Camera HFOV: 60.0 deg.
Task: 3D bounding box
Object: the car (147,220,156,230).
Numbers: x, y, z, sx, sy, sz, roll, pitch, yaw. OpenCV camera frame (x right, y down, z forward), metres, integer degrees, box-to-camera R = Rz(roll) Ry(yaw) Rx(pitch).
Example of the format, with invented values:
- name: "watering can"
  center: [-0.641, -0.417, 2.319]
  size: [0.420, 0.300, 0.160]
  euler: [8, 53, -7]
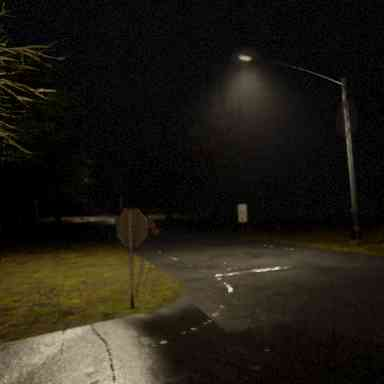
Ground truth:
- name: "car"
  center: [-6.974, 5.216, 52.635]
  size: [1.812, 1.442, 4.674]
  euler: [-2, -3, -18]
